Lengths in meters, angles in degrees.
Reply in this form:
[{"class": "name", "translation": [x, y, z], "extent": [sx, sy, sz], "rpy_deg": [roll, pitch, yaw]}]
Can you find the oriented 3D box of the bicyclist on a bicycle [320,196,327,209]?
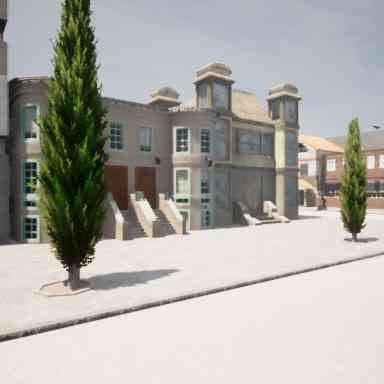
[{"class": "bicyclist on a bicycle", "translation": [16.051, 1.347, 40.717], "extent": [1.656, 1.620, 0.582], "rpy_deg": [0, 0, -35]}]
